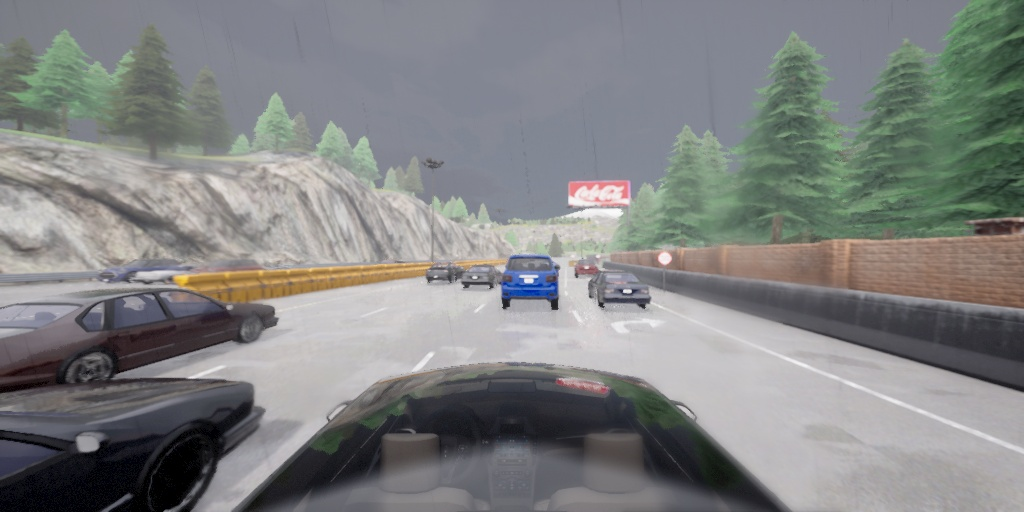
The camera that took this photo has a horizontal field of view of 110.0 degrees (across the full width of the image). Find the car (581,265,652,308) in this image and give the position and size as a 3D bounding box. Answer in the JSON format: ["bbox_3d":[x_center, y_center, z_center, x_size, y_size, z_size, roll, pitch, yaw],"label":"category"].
[{"bbox_3d":[4.338,1.291,15.190,2.033,1.411,5.357,0,0,6],"label":"car"}]

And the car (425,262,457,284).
[{"bbox_3d":[-4.767,1.195,26.381,2.128,1.511,4.902,0,0,8],"label":"car"}]

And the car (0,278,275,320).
[{"bbox_3d":[-6.769,1.272,6.403,2.033,1.411,5.357,0,0,2],"label":"car"}]

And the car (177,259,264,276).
[{"bbox_3d":[-19.390,1.017,24.443,2.097,1.767,4.553,0,0,8],"label":"car"}]

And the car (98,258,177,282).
[{"bbox_3d":[-26.284,0.997,25.680,2.097,1.767,4.553,0,0,8],"label":"car"}]

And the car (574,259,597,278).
[{"bbox_3d":[6.990,1.078,34.171,2.097,1.767,4.553,0,0,8],"label":"car"}]

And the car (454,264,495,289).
[{"bbox_3d":[-1.765,1.264,22.864,2.033,1.411,5.357,0,0,8],"label":"car"}]

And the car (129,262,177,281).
[{"bbox_3d":[-22.864,1.257,24.915,1.895,1.301,4.718,0,0,8],"label":"car"}]

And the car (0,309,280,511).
[{"bbox_3d":[-3.366,1.289,1.055,2.033,1.411,5.357,0,0,0],"label":"car"}]

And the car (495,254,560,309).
[{"bbox_3d":[0.840,0.956,15.173,2.150,2.045,5.566,0,0,5],"label":"car"}]

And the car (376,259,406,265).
[{"bbox_3d":[-13.579,1.139,39.858,1.882,1.535,5.008,0,0,9],"label":"car"}]
